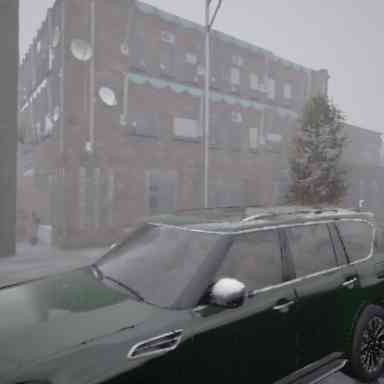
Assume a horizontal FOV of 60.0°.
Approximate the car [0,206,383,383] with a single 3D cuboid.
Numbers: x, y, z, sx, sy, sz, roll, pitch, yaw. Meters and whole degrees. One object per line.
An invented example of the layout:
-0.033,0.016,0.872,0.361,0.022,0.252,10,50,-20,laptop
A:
0.307,1.224,3.903,5.566,2.045,2.150,0,0,-35,car
